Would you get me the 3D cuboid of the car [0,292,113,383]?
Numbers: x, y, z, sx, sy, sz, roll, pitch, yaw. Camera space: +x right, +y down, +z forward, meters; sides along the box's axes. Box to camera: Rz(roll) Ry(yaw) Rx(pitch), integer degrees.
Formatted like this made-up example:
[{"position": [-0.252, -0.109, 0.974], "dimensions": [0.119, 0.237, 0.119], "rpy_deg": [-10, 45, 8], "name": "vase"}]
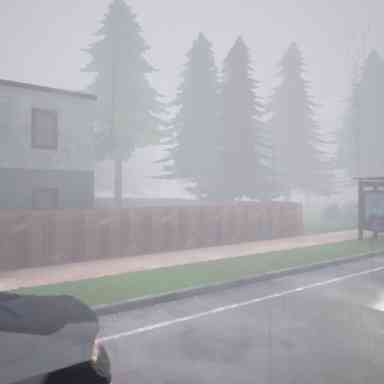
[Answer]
[{"position": [-2.938, 1.491, 1.937], "dimensions": [4.902, 1.511, 2.128], "rpy_deg": [0, 0, -35], "name": "car"}]
